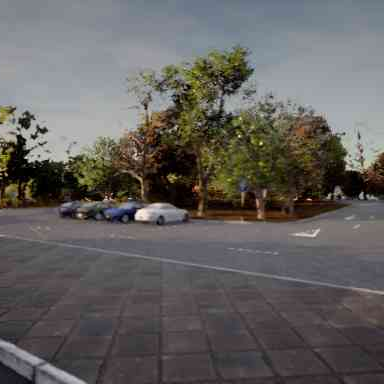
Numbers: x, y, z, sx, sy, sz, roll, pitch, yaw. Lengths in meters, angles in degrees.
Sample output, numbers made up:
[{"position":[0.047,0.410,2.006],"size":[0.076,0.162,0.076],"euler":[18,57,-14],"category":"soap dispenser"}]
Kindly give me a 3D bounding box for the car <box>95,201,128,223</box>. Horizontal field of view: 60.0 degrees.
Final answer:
[{"position":[-4.620,1.511,25.859],"size":[2.097,1.535,5.008],"euler":[0,0,36],"category":"car"}]

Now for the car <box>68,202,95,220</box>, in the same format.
[{"position":[-7.289,1.521,27.754],"size":[2.231,1.521,4.892],"euler":[0,0,36],"category":"car"}]

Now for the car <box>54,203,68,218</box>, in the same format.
[{"position":[-9.952,1.570,29.662],"size":[2.002,1.452,4.674],"euler":[0,0,36],"category":"car"}]

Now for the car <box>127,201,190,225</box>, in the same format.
[{"position":[-2.064,1.542,24.021],"size":[2.002,1.452,4.674],"euler":[0,0,36],"category":"car"}]
